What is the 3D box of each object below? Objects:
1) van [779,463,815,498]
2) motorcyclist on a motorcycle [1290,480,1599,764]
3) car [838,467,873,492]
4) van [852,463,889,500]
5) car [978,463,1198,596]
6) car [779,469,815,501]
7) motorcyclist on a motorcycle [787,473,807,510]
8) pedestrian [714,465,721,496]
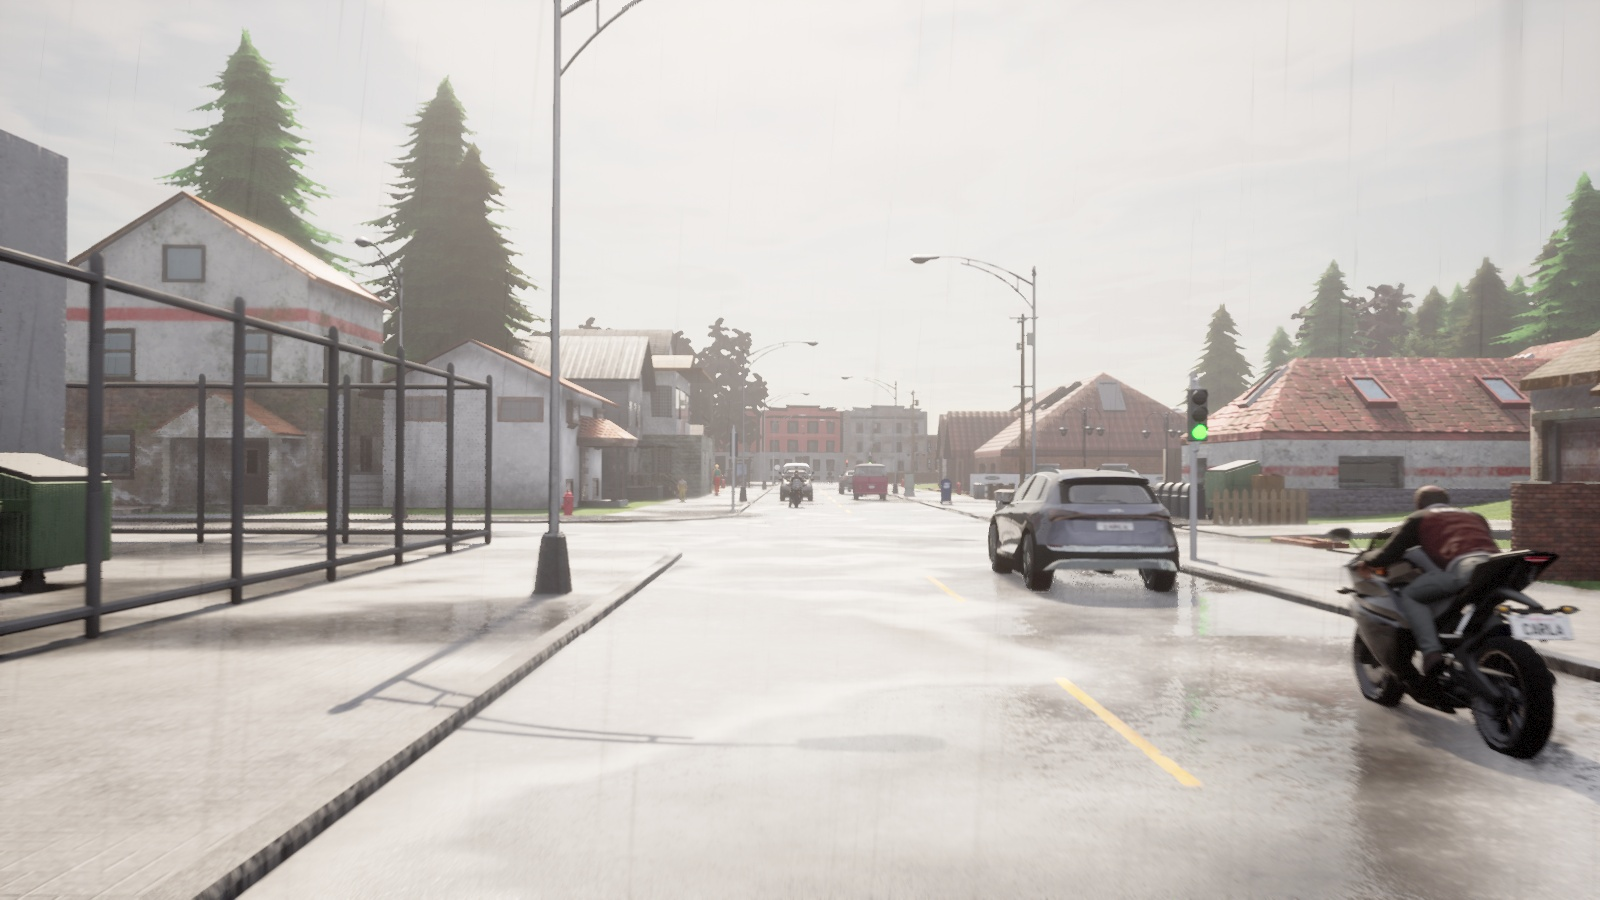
[{"bbox_3d":[-0.192,1.795,75.029,2.069,2.038,4.480,0,-1,0],"label":"van"},{"bbox_3d":[3.980,0.967,7.965,0.866,1.530,2.191,0,-1,0],"label":"motorcyclist on a motorcycle"},{"bbox_3d":[3.779,2.024,86.375,2.152,1.651,5.027,0,-1,0],"label":"car"},{"bbox_3d":[3.823,1.708,69.071,1.775,1.987,4.442,0,-1,0],"label":"van"},{"bbox_3d":[3.952,1.033,18.157,2.033,1.649,4.856,0,-1,0],"label":"car"},{"bbox_3d":[-0.169,1.827,66.542,1.851,1.617,3.988,0,-1,0],"label":"car"},{"bbox_3d":[-0.137,1.752,53.857,0.866,1.530,2.191,0,-1,0],"label":"motorcyclist on a motorcycle"},{"bbox_3d":[-4.817,1.771,73.294,0.345,1.836,0.594,0,-1,-1],"label":"pedestrian"}]
